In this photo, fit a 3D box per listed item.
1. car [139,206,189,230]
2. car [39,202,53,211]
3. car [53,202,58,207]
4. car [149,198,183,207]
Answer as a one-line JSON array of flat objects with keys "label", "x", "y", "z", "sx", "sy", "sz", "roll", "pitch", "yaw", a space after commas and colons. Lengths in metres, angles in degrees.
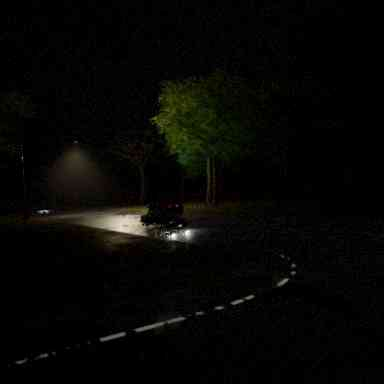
[{"label": "car", "x": -2.418, "y": 2.191, "z": 27.008, "sx": 2.033, "sy": 1.411, "sz": 5.357, "roll": -4, "pitch": 1, "yaw": -35}, {"label": "car", "x": -32.181, "y": 3.338, "z": 72.311, "sx": 1.994, "sy": 1.385, "sz": 4.181, "roll": -4, "pitch": 1, "yaw": -28}, {"label": "car", "x": -35.872, "y": 3.320, "z": 85.421, "sx": 1.994, "sy": 1.385, "sz": 4.181, "roll": -4, "pitch": 1, "yaw": -36}, {"label": "car", "x": -3.261, "y": 1.774, "z": 40.081, "sx": 2.150, "sy": 2.045, "sz": 5.566, "roll": -4, "pitch": 1, "yaw": -36}]
